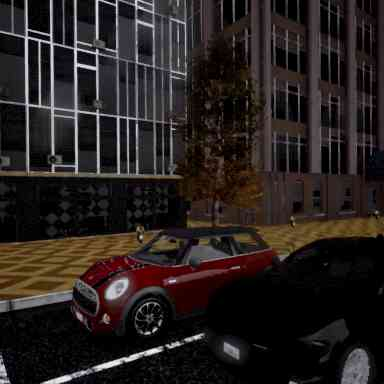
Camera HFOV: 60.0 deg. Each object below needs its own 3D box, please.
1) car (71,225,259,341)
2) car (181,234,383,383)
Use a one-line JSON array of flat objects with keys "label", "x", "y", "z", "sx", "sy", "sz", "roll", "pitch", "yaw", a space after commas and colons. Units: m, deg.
[{"label": "car", "x": -0.156, "y": 1.439, "z": 6.429, "sx": 4.097, "sy": 1.590, "sz": 1.967, "roll": 0, "pitch": -1, "yaw": -35}, {"label": "car", "x": 2.478, "y": 1.476, "z": 5.107, "sx": 5.008, "sy": 1.535, "sz": 1.882, "roll": 0, "pitch": 0, "yaw": -35}]
